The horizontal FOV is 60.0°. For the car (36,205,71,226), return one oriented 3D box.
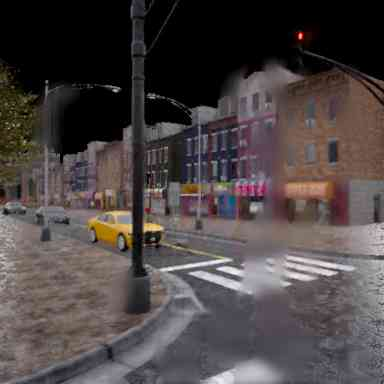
[{"bbox_3d":[-11.029,1.822,26.324,1.837,1.490,4.892,0,1,-36],"label":"car"}]

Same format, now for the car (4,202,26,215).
[{"bbox_3d":[-23.027,2.037,43.219,2.097,1.767,4.553,0,-1,-36],"label":"car"}]

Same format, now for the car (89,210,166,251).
[{"bbox_3d":[-3.098,1.632,15.255,1.882,1.535,5.008,0,-1,-38],"label":"car"}]
